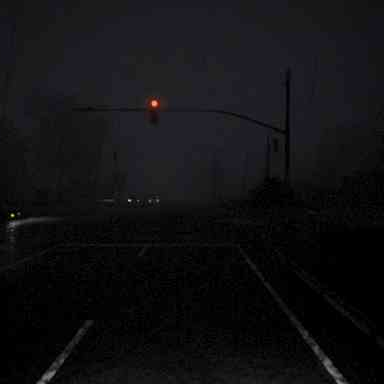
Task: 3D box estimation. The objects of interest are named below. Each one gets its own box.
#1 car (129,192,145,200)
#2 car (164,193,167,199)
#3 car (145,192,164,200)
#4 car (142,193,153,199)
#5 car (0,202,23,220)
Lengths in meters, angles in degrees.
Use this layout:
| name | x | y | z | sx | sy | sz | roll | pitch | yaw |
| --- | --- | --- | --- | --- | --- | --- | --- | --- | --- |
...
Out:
| name | x | y | z | sx | sy | sz | roll | pitch | yaw |
| --- | --- | --- | --- | --- | --- | --- | --- | --- | --- |
| car | -10.435 | 0.790 | 61.881 | 1.882 | 1.535 | 5.008 | 0 | -1 | 1 |
| car | -6.857 | 1.021 | 77.267 | 2.033 | 1.411 | 5.357 | 0 | -1 | 0 |
| car | -6.937 | 0.819 | 61.978 | 1.837 | 1.490 | 4.892 | 0 | -1 | 1 |
| car | -10.357 | 1.043 | 77.118 | 1.994 | 1.385 | 4.181 | 0 | -1 | 0 |
| car | -13.796 | 1.166 | 21.927 | 4.892 | 1.490 | 1.837 | 1 | 1 | 1 |
